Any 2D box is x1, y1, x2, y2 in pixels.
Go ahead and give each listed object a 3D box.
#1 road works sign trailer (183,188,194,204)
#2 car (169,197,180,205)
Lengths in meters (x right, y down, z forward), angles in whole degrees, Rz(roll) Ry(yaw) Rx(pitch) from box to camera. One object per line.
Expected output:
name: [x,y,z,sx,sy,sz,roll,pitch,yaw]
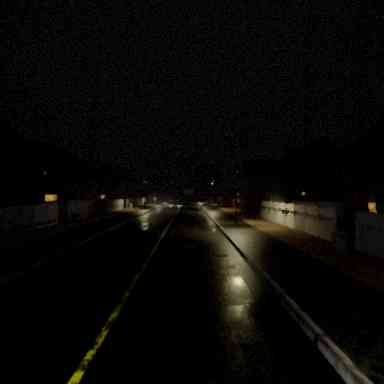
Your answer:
road works sign trailer: [-0.675,0.836,71.033,2.380,3.560,2.880,0,0,-1]
car: [-3.384,1.693,66.050,2.097,1.767,4.553,0,-1,0]
